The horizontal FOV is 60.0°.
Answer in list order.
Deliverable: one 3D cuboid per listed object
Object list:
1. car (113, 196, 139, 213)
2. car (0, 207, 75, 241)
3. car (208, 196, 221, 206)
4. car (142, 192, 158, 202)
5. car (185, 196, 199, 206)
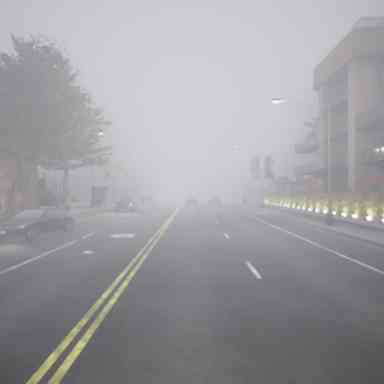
[{"bbox_3d":[-7.083,1.271,36.133,2.097,1.767,4.553,0,0,0],"label":"car"},{"bbox_3d":[-7.693,1.488,16.722,1.812,1.442,4.674,1,0,13],"label":"car"},{"bbox_3d":[3.509,1.373,52.350,2.128,1.511,4.902,0,0,0],"label":"car"},{"bbox_3d":[-6.991,1.089,52.125,1.994,1.385,4.181,0,0,0],"label":"car"},{"bbox_3d":[0.009,1.359,52.355,1.882,1.535,5.008,0,0,0],"label":"car"}]
